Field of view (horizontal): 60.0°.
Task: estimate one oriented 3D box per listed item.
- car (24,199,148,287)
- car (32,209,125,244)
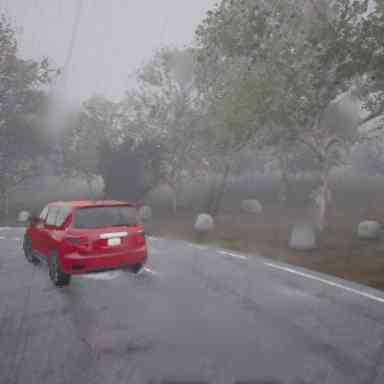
[{"bbox_3d":[-3.343,1.234,9.822,2.150,2.045,5.566,-1,1,-36],"label":"car"},{"bbox_3d":[-5.670,1.570,16.375,4.718,1.301,1.895,-1,1,36],"label":"car"}]
